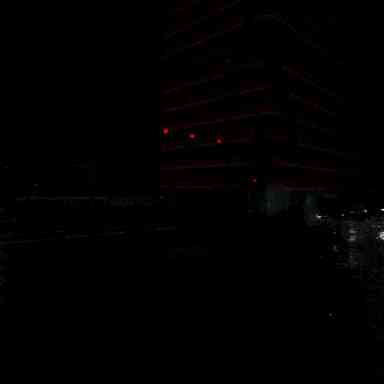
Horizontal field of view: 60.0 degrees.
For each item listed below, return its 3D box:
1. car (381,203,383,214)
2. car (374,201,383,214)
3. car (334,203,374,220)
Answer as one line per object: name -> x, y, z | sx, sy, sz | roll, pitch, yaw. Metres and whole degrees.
car -> 18.686, 1.850, 29.456 | 1.895, 1.301, 4.718 | 1, 0, 44
car -> 21.102, 1.763, 36.952 | 1.882, 1.535, 5.008 | 1, 0, 44
car -> 14.639, 1.729, 30.322 | 1.812, 1.442, 4.674 | 1, 0, 44
